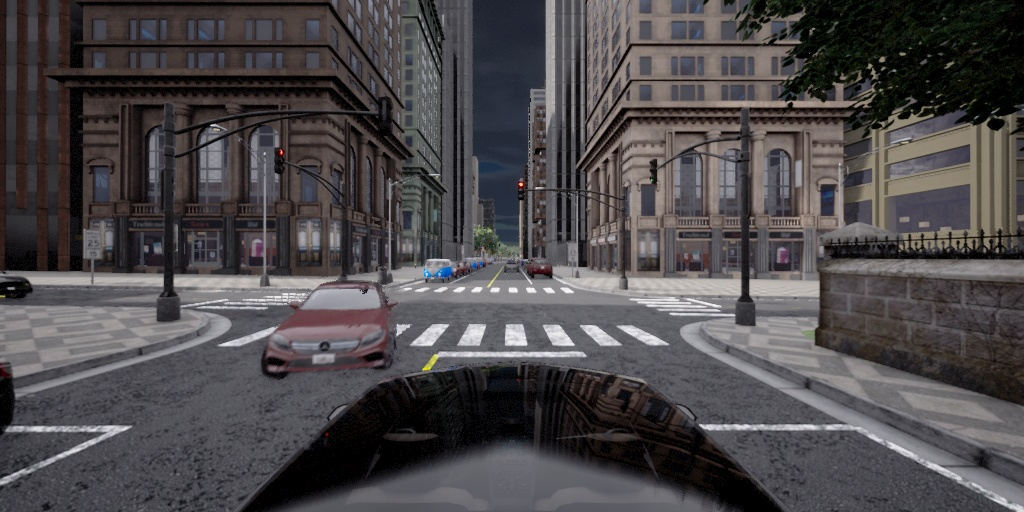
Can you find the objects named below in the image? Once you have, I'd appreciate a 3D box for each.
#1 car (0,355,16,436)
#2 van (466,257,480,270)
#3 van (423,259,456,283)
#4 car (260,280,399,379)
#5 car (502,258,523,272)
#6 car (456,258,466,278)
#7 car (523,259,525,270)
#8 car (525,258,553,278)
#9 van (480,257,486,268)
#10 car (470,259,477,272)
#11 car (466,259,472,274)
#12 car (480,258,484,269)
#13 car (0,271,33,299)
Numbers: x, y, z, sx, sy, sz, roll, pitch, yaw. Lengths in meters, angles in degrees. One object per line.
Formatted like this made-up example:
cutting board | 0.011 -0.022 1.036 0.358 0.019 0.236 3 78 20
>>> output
car | -5.762 1.316 1.711 1.948 1.339 4.313 0 0 0
van | -5.888 1.178 50.132 1.690 1.789 3.998 0 0 0
van | -5.831 1.129 28.368 1.690 1.789 3.998 0 0 0
car | -3.452 1.280 7.624 1.812 1.442 4.674 2 0 -16
car | -0.026 1.323 47.315 2.128 1.511 4.902 0 0 0
car | -5.845 1.239 33.809 1.967 1.591 4.097 0 0 0
car | 2.666 1.126 39.280 2.192 1.841 5.009 0 0 0
car | 2.680 1.114 33.839 2.192 1.841 5.009 0 0 0
van | -5.916 1.204 61.014 1.690 1.789 3.998 0 0 0
car | -5.874 1.390 44.690 1.948 1.339 4.313 0 0 0
car | -5.860 1.356 39.249 1.888 1.381 4.507 0 0 0
car | -5.902 1.396 55.573 1.888 1.381 4.507 0 0 0
car | -21.366 0.962 13.573 4.892 1.490 1.837 0 0 0
